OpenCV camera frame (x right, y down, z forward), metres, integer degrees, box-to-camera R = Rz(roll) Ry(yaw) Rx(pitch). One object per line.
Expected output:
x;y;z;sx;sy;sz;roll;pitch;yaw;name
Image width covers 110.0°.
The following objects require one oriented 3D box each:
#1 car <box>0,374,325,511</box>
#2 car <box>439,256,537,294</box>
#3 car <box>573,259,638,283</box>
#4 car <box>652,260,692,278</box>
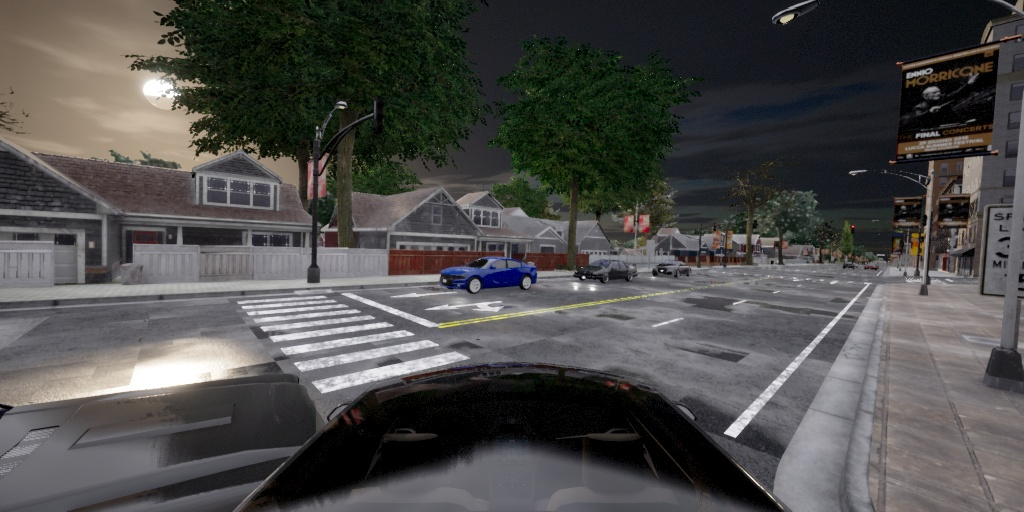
-3.317;1.274;1.413;4.718;1.301;1.895;1;2;-33;car
-0.966;0.780;16.575;5.008;1.535;1.882;1;2;-43;car
6.269;0.928;23.422;5.357;1.411;2.033;1;2;-43;car
13.535;1.026;30.271;4.181;1.385;1.994;1;2;-44;car
